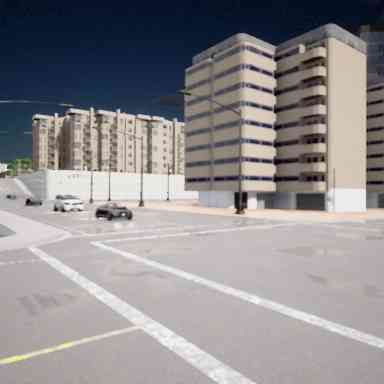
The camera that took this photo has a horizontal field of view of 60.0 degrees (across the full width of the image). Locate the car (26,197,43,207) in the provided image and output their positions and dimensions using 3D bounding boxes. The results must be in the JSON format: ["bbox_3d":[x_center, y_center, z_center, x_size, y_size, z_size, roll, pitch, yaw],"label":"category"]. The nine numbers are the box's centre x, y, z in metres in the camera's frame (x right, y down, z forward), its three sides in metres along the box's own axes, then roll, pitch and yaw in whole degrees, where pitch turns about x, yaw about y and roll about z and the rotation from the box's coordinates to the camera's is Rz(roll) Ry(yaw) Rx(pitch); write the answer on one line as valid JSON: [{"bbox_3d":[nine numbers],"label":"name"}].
[{"bbox_3d":[-25.732,1.537,54.141,1.882,1.535,5.008,0,-1,-36],"label":"car"}]

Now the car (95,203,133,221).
[{"bbox_3d":[-6.580,1.624,27.864,1.994,1.385,4.181,0,0,-36],"label":"car"}]

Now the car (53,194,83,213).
[{"bbox_3d":[-14.410,1.278,38.551,2.150,2.045,5.566,0,0,-36],"label":"car"}]
